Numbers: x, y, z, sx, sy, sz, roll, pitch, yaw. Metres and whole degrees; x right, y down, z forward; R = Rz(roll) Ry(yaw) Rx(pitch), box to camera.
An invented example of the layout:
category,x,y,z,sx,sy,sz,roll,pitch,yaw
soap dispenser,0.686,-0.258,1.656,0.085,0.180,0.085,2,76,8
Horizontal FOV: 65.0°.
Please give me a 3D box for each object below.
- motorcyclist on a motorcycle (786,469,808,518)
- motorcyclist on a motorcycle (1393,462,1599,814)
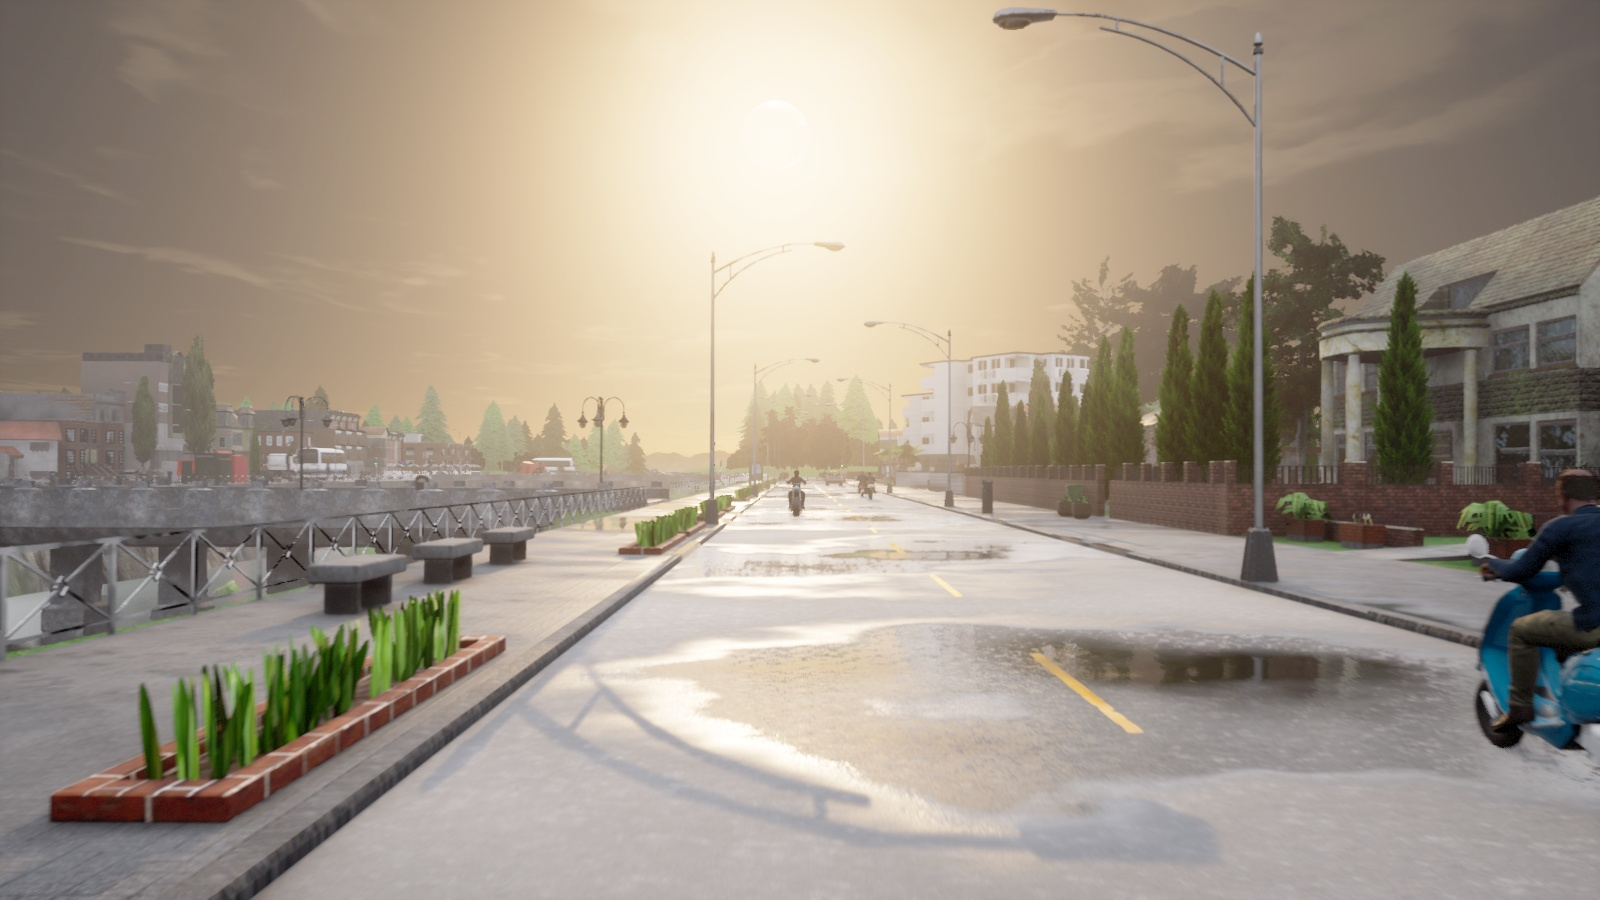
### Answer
category,x,y,z,sx,sy,sz,roll,pitch,yaw
motorcyclist on a motorcycle,-0.107,1.500,43.848,0.766,1.649,2.350,0,-1,0
motorcyclist on a motorcycle,3.984,0.862,6.589,0.866,1.590,1.817,0,-1,0
